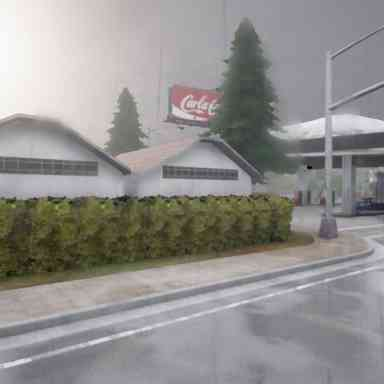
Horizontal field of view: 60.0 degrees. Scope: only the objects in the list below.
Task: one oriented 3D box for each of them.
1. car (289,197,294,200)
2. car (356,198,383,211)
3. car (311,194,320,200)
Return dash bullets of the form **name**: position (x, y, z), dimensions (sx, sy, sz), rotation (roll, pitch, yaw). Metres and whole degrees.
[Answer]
- **car**: position (19.619, 1.604, 64.029), dimensions (5.357, 1.411, 2.033), rotation (0, 0, -35)
- **car**: position (21.408, 1.523, 39.734), dimensions (4.611, 1.667, 2.242), rotation (0, 0, -36)
- **car**: position (32.471, 1.414, 89.229), dimensions (2.152, 1.636, 5.027), rotation (0, 0, -36)
